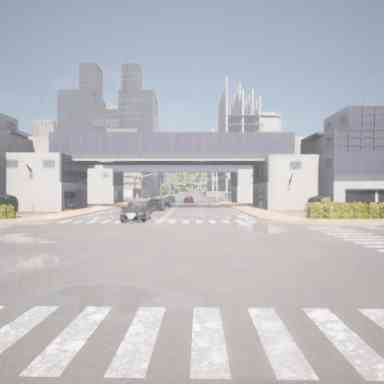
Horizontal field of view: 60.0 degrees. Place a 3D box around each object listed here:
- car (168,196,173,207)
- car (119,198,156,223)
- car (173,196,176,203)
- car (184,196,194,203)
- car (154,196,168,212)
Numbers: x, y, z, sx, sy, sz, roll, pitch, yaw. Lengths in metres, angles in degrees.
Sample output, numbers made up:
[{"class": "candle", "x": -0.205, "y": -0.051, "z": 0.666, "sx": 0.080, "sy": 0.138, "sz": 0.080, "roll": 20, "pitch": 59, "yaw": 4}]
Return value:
[{"class": "car", "x": -4.307, "y": 1.529, "z": 51.377, "sx": 1.812, "sy": 1.442, "sz": 4.674, "roll": 0, "pitch": 0, "yaw": 0}, {"class": "car", "x": -4.262, "y": 1.503, "z": 25.445, "sx": 2.128, "sy": 1.511, "sz": 4.902, "roll": 0, "pitch": 0, "yaw": -1}, {"class": "car", "x": -4.272, "y": 1.508, "z": 67.033, "sx": 1.837, "sy": 1.490, "sz": 4.892, "roll": 0, "pitch": 0, "yaw": 0}, {"class": "car", "x": -0.663, "y": 1.477, "z": 66.669, "sx": 1.882, "sy": 1.535, "sz": 5.008, "roll": 0, "pitch": 0, "yaw": 0}, {"class": "car", "x": -4.313, "y": 1.514, "z": 39.774, "sx": 1.837, "sy": 1.490, "sz": 4.892, "roll": 0, "pitch": -1, "yaw": 0}]
